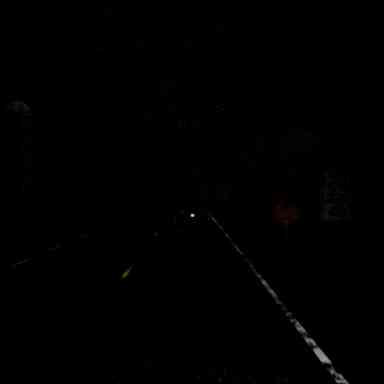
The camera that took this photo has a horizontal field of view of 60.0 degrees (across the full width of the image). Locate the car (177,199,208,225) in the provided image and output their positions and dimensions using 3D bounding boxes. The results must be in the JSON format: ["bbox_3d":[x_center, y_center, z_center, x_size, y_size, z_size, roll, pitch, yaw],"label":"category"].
[{"bbox_3d":[0.017,1.401,22.489,1.994,1.385,4.181,0,0,0],"label":"car"}]

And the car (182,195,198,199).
[{"bbox_3d":[-0.285,1.177,46.444,1.837,1.490,4.892,0,1,0],"label":"car"}]

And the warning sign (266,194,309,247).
[{"bbox_3d":[3.538,1.024,12.450,1.300,1.860,1.060,1,1,0],"label":"warning sign"}]
